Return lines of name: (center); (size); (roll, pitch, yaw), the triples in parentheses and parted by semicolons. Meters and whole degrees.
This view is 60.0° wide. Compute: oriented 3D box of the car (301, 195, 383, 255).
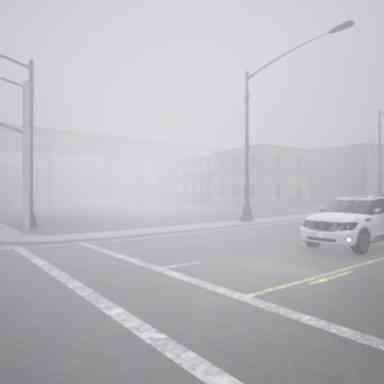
car: (6.783, 1.166, 13.521); (5.566, 2.045, 2.150); (-1, 0, -37)

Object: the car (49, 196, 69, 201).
car: (-32.910, 1.583, 82.240); (4.536, 1.218, 1.853); (0, 0, 23)

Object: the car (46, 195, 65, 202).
car: (-32.863, 1.741, 82.219); (4.974, 1.542, 2.038); (0, 0, 23)

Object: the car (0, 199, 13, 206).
car: (-32.884, 1.753, 55.759); (2.033, 1.411, 5.357); (0, 0, 28)

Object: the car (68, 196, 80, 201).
car: (-29.142, 1.585, 82.444); (1.853, 1.218, 4.536); (0, 0, -7)

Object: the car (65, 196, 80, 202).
car: (-29.135, 1.743, 82.392); (2.038, 1.542, 4.974); (0, 0, -7)
